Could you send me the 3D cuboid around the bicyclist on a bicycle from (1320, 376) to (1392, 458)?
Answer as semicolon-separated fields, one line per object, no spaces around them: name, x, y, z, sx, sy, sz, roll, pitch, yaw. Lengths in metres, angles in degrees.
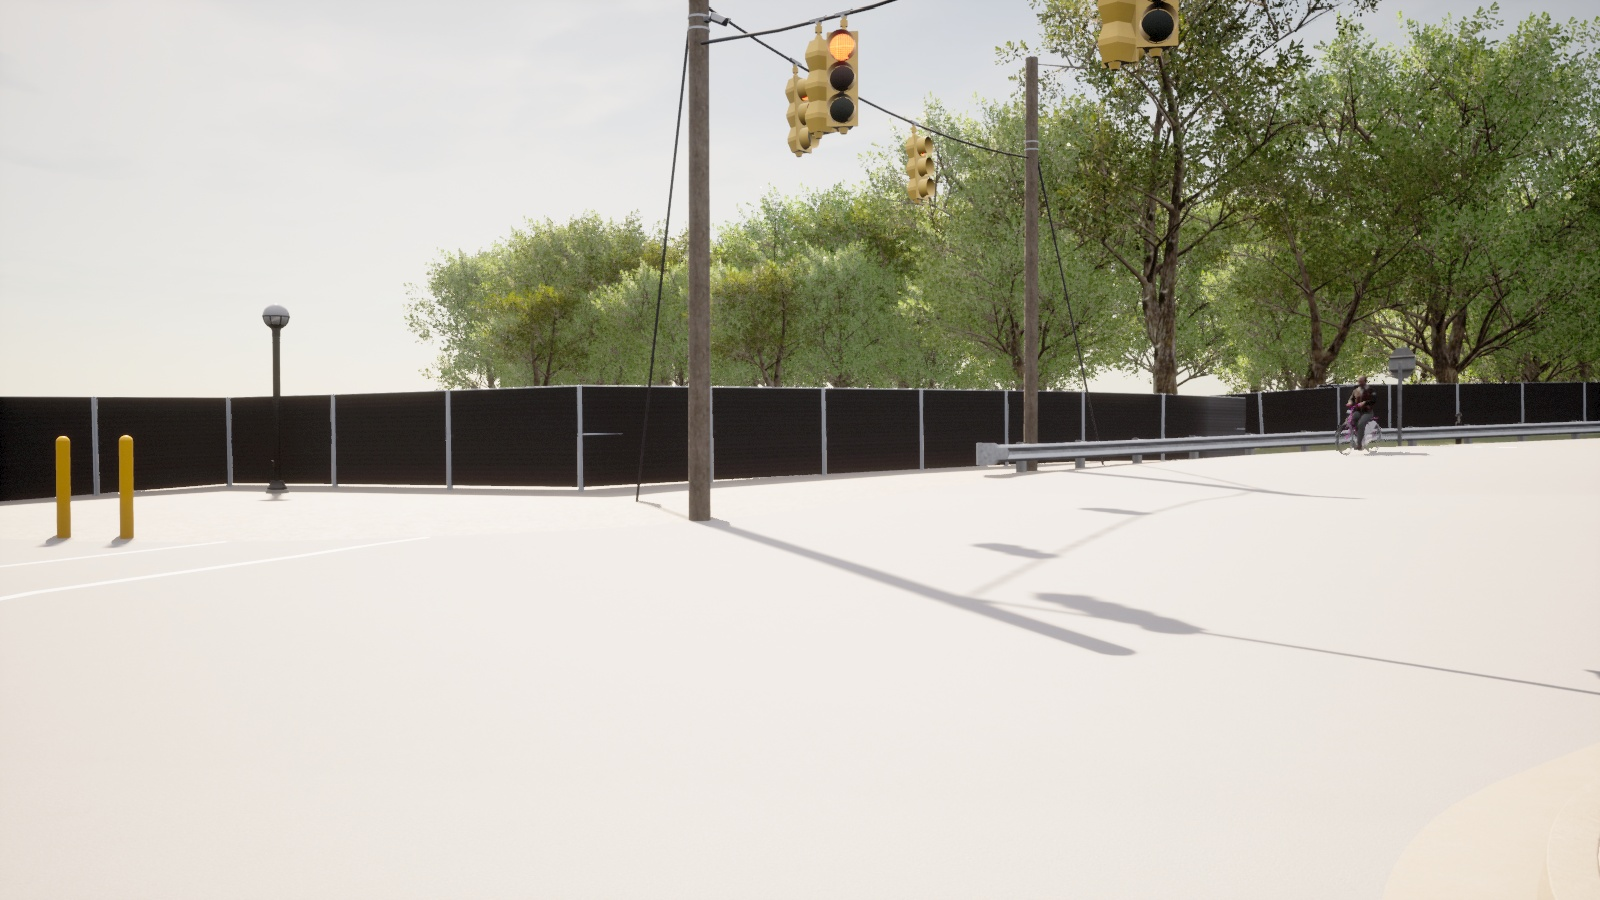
bicyclist on a bicycle;12.378;-0.744;27.920;1.843;1.776;0.659;-2;2;-37
